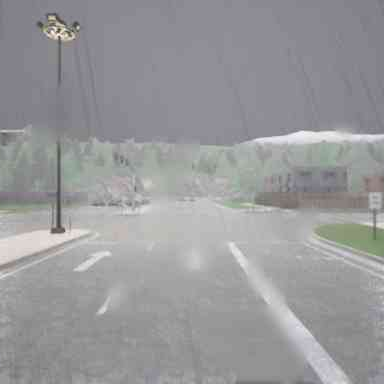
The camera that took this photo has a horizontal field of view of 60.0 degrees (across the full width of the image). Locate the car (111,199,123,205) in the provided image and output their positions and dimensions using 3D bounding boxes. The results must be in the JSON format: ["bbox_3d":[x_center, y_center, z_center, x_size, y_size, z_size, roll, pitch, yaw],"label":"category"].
[{"bbox_3d":[-18.477,2.410,81.723,1.994,1.385,4.181,0,-1,0],"label":"car"}]

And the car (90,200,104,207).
[{"bbox_3d":[-18.483,2.243,65.416,1.994,1.385,4.181,0,-1,0],"label":"car"}]

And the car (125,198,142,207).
[{"bbox_3d":[-11.493,2.184,64.983,1.837,1.490,4.892,0,0,0],"label":"car"}]

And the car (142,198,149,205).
[{"bbox_3d":[-11.478,2.346,80.659,1.837,1.490,4.892,0,-1,0],"label":"car"}]

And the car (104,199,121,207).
[{"bbox_3d":[-14.985,2.226,64.874,2.033,1.411,5.357,0,-1,0],"label":"car"}]

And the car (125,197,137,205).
[{"bbox_3d":[-14.978,2.209,81.360,2.097,1.767,4.553,0,-1,0],"label":"car"}]
